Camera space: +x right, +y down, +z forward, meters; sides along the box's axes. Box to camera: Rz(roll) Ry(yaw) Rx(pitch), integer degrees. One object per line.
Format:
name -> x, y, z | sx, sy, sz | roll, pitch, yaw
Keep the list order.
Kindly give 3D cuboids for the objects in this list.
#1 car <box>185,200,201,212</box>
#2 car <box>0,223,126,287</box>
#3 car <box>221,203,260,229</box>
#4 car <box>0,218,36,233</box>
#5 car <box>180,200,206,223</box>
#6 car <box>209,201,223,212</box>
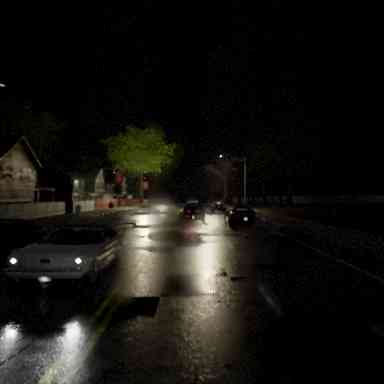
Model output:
car -> 0.110, 1.869, 45.845 | 2.128, 1.511, 4.902 | 0, -1, 0
car -> -3.248, 1.619, 9.531 | 1.895, 1.301, 4.718 | 0, 0, 0
car -> 3.341, 1.651, 22.661 | 1.994, 1.385, 4.181 | 0, 0, 0
car -> -6.557, 1.588, 11.240 | 1.994, 1.385, 4.181 | 0, 0, 1
car -> 0.102, 1.634, 27.137 | 1.837, 1.490, 4.892 | 0, 0, 0
car -> 3.360, 1.893, 43.825 | 2.033, 1.411, 5.357 | 0, -1, 0
